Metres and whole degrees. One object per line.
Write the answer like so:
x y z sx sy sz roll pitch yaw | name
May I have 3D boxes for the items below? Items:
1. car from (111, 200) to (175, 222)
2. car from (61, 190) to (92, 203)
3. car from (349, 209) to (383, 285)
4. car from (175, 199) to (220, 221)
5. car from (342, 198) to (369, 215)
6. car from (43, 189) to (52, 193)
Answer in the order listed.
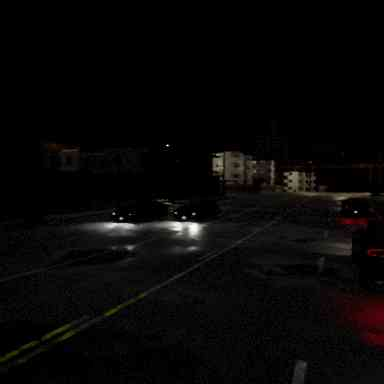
-3.539 1.276 23.976 2.033 1.411 5.357 1 1 23 | car
-13.696 0.479 39.243 1.970 1.475 3.806 1 2 23 | car
5.499 1.477 9.077 1.882 1.535 5.008 1 1 23 | car
0.516 1.262 24.541 2.033 1.411 5.357 1 2 23 | car
13.569 1.189 27.789 1.895 1.301 4.718 1 2 23 | car
-20.702 0.022 43.434 2.152 1.636 5.027 1 1 23 | car
